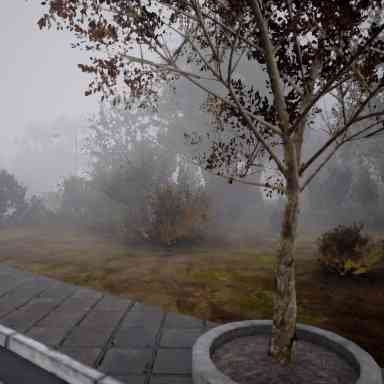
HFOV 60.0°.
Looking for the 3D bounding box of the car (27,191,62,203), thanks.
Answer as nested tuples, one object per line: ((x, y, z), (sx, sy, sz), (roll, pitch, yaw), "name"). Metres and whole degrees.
((-18.391, 0.939, 41.852), (2.150, 2.045, 5.566), (1, 0, 32), "car")
